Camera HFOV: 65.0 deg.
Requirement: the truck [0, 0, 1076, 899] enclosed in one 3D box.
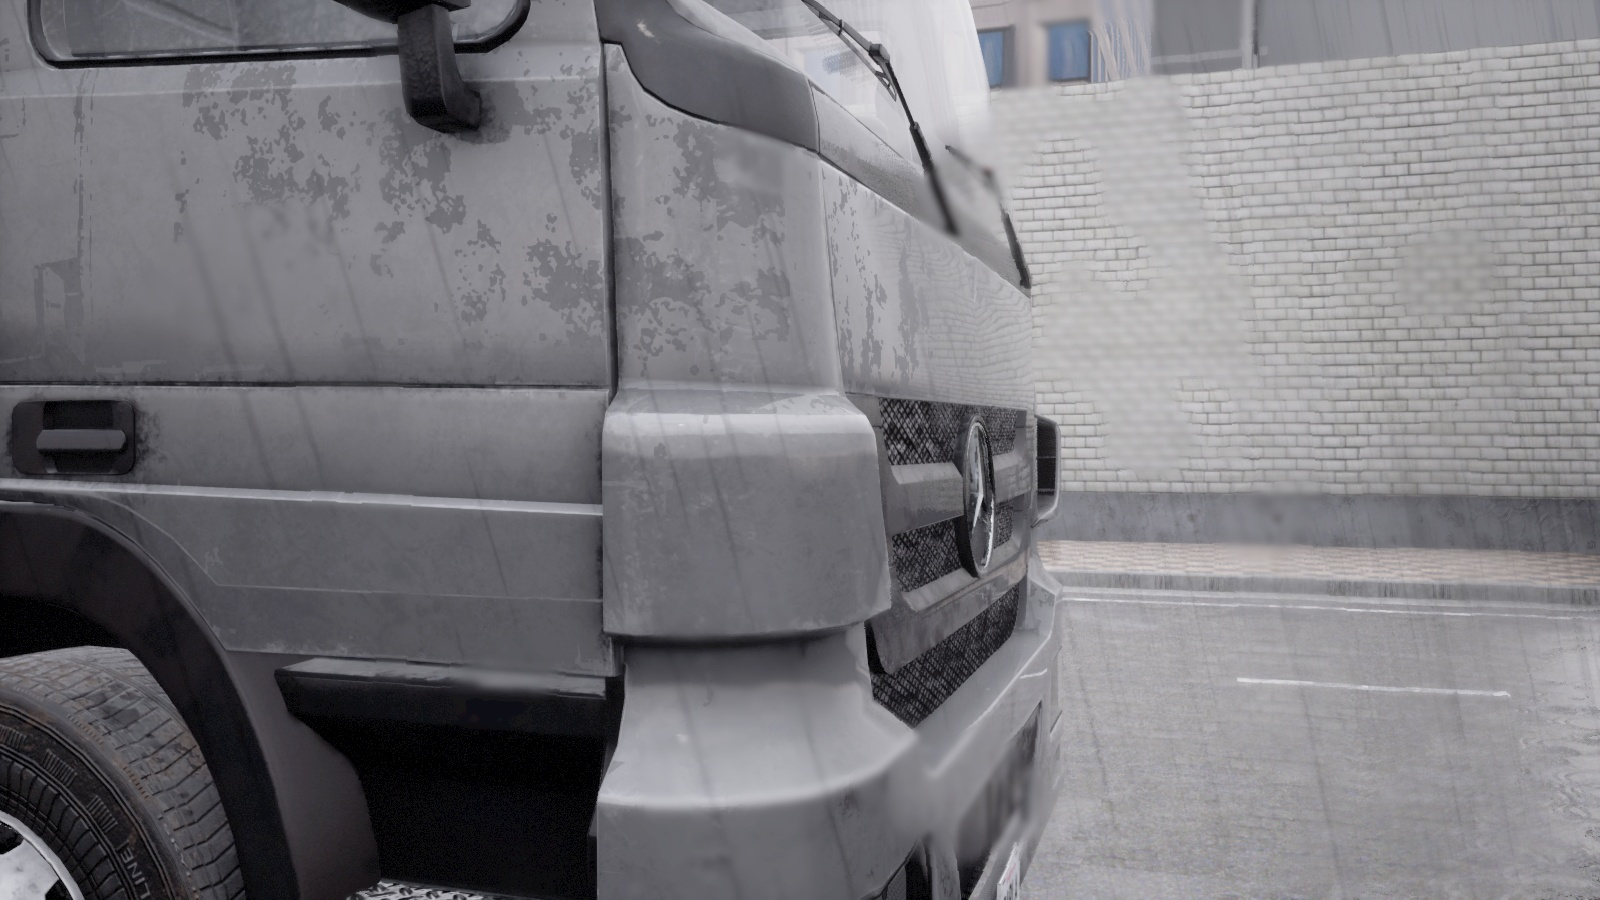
[{"bbox_3d":[-3.267,-0.236,4.278,7.936,3.462,2.891,1,1,19],"label":"truck"}]
